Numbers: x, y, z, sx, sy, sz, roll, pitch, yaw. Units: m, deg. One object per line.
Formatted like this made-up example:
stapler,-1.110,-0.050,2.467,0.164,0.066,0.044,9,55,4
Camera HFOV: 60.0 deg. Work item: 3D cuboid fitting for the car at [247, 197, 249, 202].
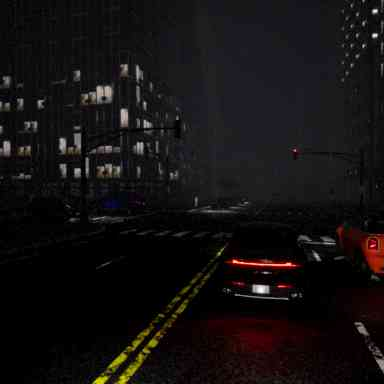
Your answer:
car,10.993,1.497,70.504,1.994,1.385,4.181,0,0,14

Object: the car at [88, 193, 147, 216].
car,-6.915,1.072,30.567,5.566,2.045,2.150,1,1,15

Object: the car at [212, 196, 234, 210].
car,3.843,1.501,42.864,1.812,1.442,4.674,0,0,14

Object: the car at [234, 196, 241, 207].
car,6.132,1.471,51.846,1.837,1.490,4.892,0,0,14

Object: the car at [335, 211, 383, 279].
car,5.707,1.347,9.950,2.097,1.767,4.553,0,0,14

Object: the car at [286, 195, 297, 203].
car,20.816,1.464,69.539,2.128,1.511,4.902,0,0,14

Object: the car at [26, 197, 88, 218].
car,-11.808,1.216,28.622,4.553,1.767,2.097,1,1,15

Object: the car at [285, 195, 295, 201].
car,23.364,1.465,79.544,2.033,1.411,5.357,0,0,14

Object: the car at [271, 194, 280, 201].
car,20.215,1.236,80.349,1.882,1.535,5.008,0,0,14

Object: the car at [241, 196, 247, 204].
car,8.455,1.482,60.844,1.812,1.442,4.674,0,0,15

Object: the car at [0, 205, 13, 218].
car,-16.809,1.434,27.175,4.313,1.339,1.947,1,1,15

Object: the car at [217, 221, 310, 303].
car,1.839,1.501,8.342,1.837,1.490,4.892,0,0,14

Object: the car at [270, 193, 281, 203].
car,17.647,1.158,70.284,2.150,2.045,5.566,0,0,14
